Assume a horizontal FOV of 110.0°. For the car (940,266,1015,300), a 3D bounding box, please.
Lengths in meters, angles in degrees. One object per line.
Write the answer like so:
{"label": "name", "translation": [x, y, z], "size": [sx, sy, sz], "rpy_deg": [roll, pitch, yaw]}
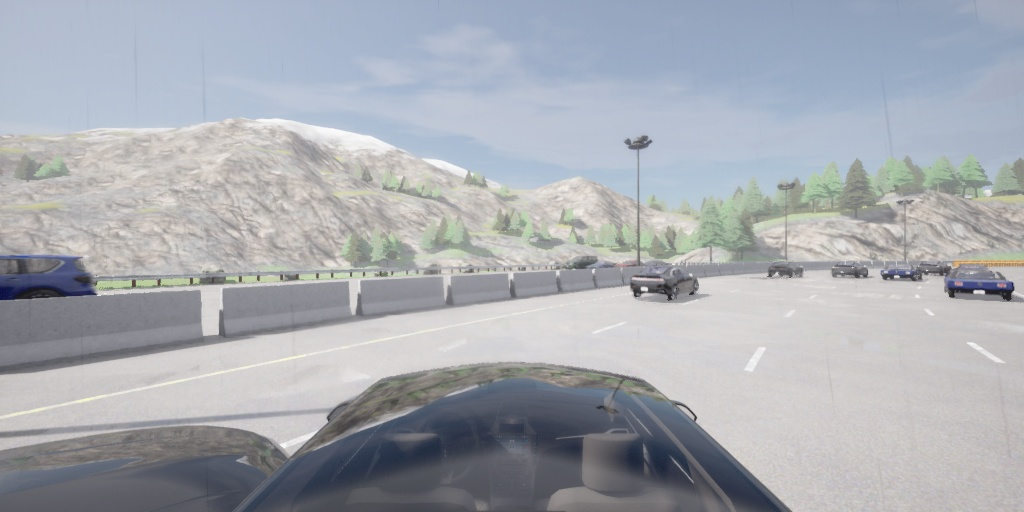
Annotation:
{"label": "car", "translation": [22.973, 1.350, 17.801], "size": [4.718, 1.301, 1.895], "rpy_deg": [0, 0, -41]}

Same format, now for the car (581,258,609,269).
{"label": "car", "translation": [11.527, 1.296, 44.903], "size": [5.357, 1.411, 2.033], "rpy_deg": [0, 0, -38]}

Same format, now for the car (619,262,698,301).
{"label": "car", "translation": [7.528, 1.241, 17.542], "size": [2.128, 1.511, 4.902], "rpy_deg": [0, 0, 44]}

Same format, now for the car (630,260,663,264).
{"label": "car", "translation": [15.390, 1.227, 39.029], "size": [5.008, 1.535, 1.882], "rpy_deg": [0, 0, -38]}

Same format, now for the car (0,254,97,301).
{"label": "car", "translation": [-16.820, 0.971, 10.861], "size": [2.150, 2.045, 5.566], "rpy_deg": [0, 0, 37]}

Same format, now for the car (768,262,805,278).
{"label": "car", "translation": [25.491, 1.254, 33.321], "size": [4.892, 1.490, 1.837], "rpy_deg": [0, 0, -37]}

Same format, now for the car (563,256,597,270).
{"label": "car", "translation": [9.252, 0.972, 47.564], "size": [5.566, 2.045, 2.150], "rpy_deg": [0, 0, -38]}

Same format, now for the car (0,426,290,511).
{"label": "car", "translation": [-2.981, 1.255, 0.477], "size": [4.892, 1.490, 1.837], "rpy_deg": [0, 0, -45]}

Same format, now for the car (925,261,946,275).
{"label": "car", "translation": [43.314, 1.241, 36.808], "size": [4.902, 1.511, 2.128], "rpy_deg": [0, 0, -31]}

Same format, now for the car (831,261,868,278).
{"label": "car", "translation": [31.376, 1.241, 33.286], "size": [4.902, 1.511, 2.128], "rpy_deg": [0, 0, -35]}

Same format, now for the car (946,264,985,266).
{"label": "car", "translation": [35.381, 1.313, 27.544], "size": [4.181, 1.385, 1.994], "rpy_deg": [0, 0, -35]}

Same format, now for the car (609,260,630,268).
{"label": "car", "translation": [14.072, 1.262, 42.453], "size": [5.008, 1.535, 1.882], "rpy_deg": [0, 0, -38]}

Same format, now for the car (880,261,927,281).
{"label": "car", "translation": [32.309, 1.350, 29.677], "size": [4.718, 1.301, 1.895], "rpy_deg": [0, 0, -35]}
